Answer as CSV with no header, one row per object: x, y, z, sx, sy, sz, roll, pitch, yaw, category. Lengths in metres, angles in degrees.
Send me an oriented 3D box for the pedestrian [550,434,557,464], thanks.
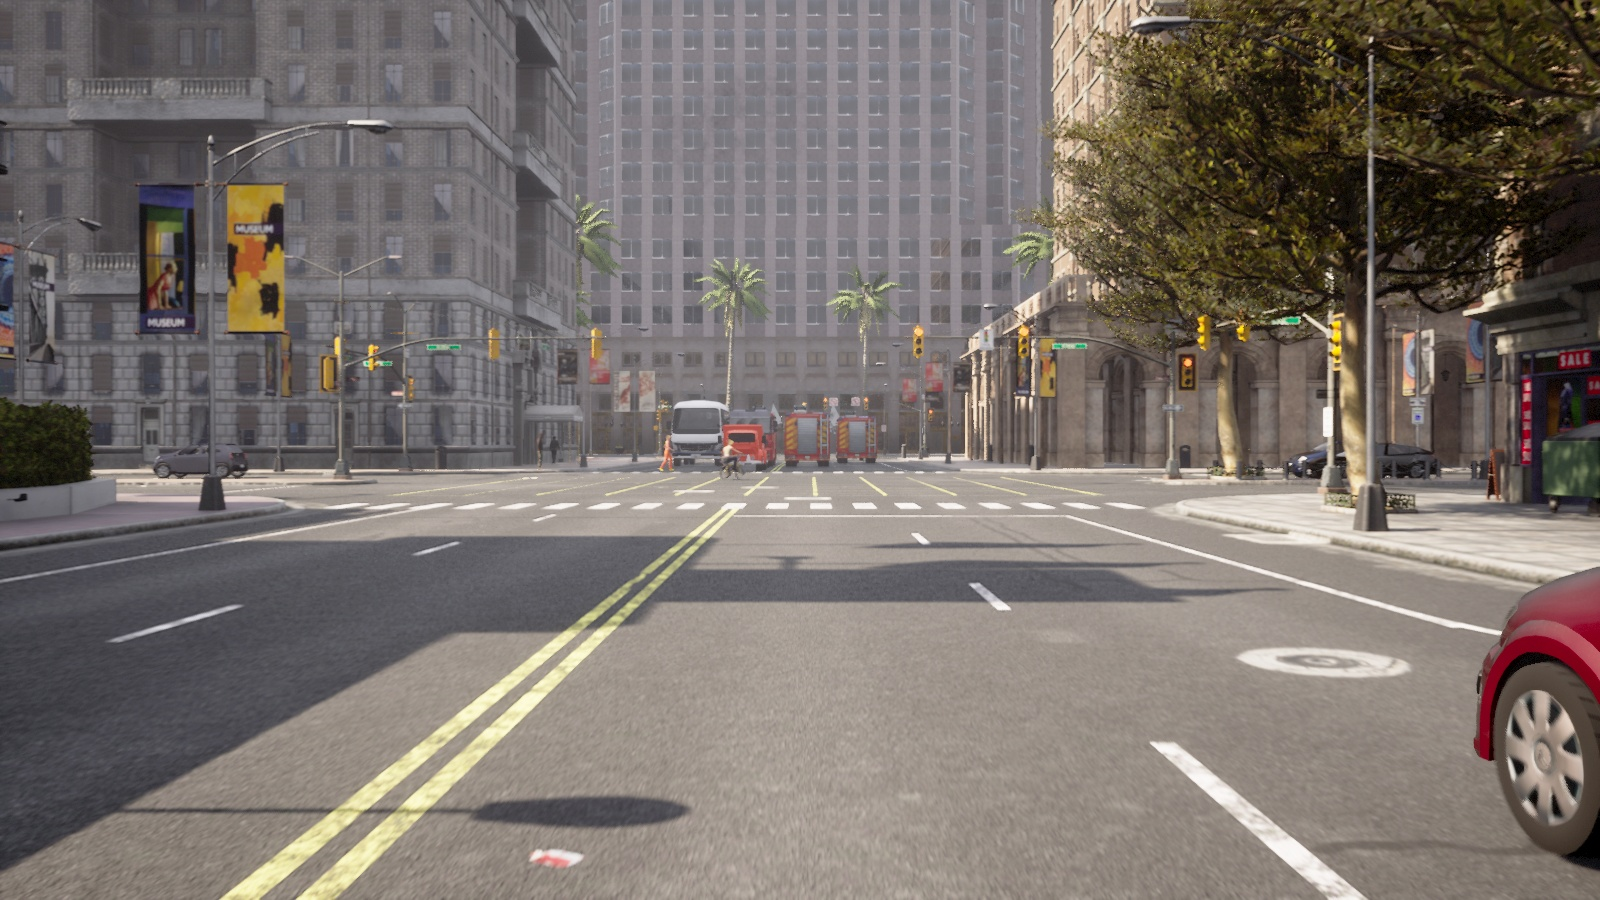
-15.890,-0.066,81.014,0.423,1.949,0.788,0,0,-10,pedestrian

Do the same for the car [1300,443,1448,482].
22.461,0.487,49.279,4.792,1.488,2.163,0,0,2,car

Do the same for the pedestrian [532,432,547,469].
-13.075,0.037,63.123,0.703,1.840,0.431,0,0,-5,pedestrian

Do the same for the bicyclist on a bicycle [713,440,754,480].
-2.682,0.396,50.513,0.866,1.612,1.509,-1,0,35,bicyclist on a bicycle

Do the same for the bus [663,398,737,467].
-6.496,-1.104,83.181,3.944,4.253,10.273,0,0,1,bus

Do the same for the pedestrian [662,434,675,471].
-6.585,0.131,62.803,0.594,1.836,0.345,0,0,4,pedestrian

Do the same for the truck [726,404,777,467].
-3.027,-0.873,80.497,2.891,3.827,8.468,0,0,1,truck

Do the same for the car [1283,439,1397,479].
22.654,0.365,52.810,3.988,1.617,1.851,0,0,1,car

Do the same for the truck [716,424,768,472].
-3.049,-0.114,66.999,2.627,2.467,5.204,0,0,-1,truck

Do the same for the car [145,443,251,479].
-25.550,0.439,53.370,3.633,1.501,1.845,0,0,1,car

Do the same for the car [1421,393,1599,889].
3.534,0.629,3.296,1.851,1.617,3.988,0,0,0,car

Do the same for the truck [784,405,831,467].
0.481,-0.875,81.154,2.891,3.827,8.468,0,0,0,truck

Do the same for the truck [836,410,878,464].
4.172,-0.944,93.926,2.891,3.827,8.468,0,0,1,truck
